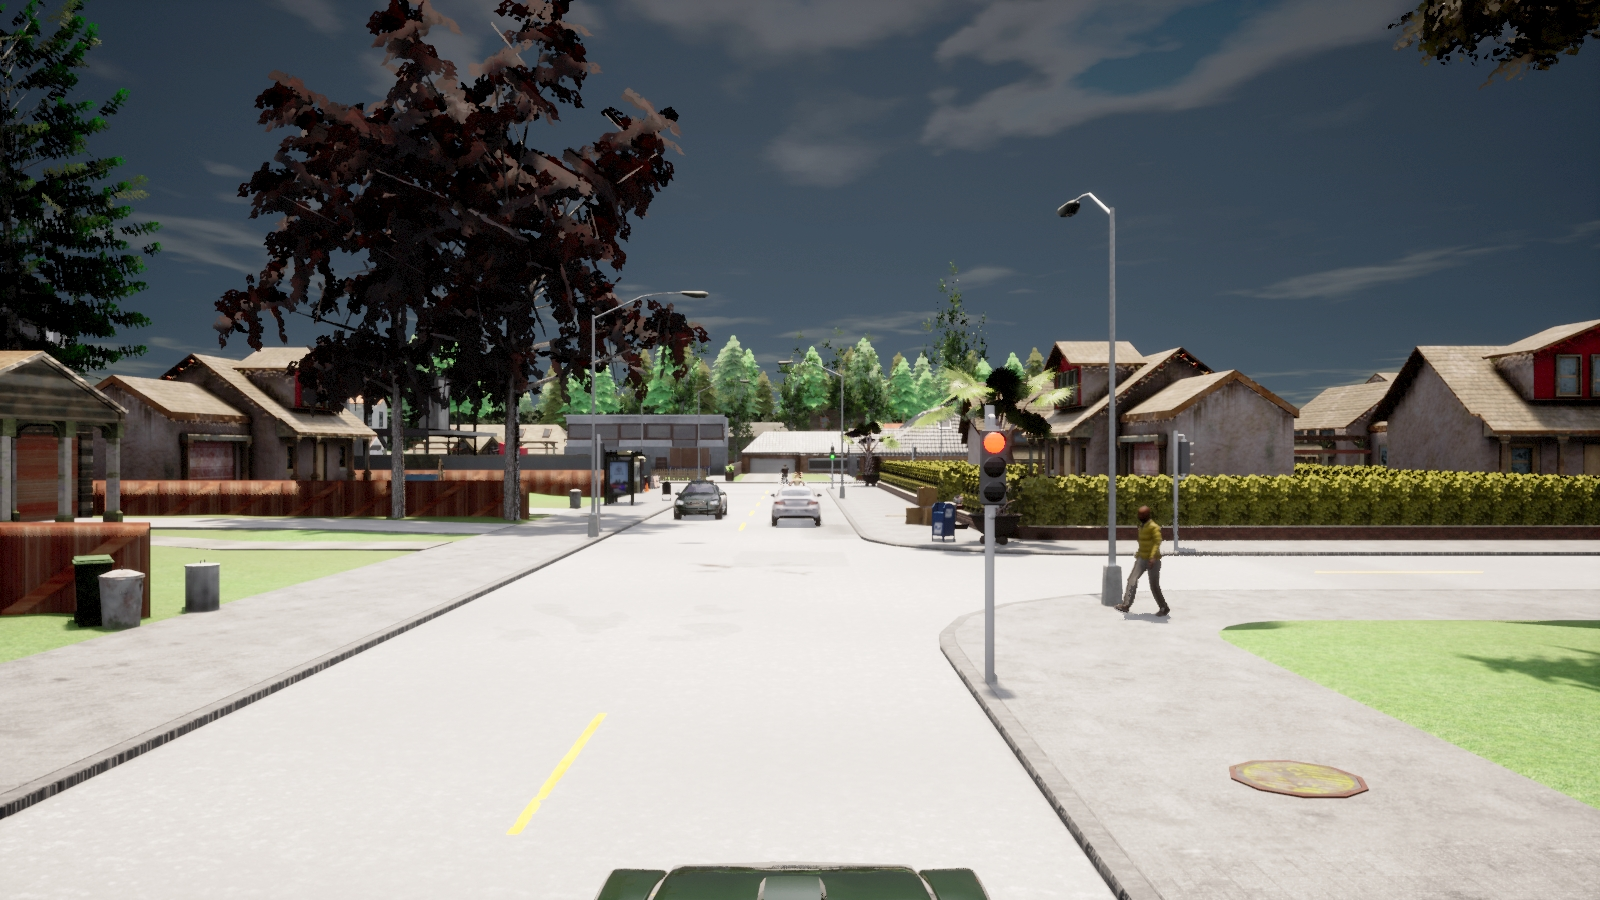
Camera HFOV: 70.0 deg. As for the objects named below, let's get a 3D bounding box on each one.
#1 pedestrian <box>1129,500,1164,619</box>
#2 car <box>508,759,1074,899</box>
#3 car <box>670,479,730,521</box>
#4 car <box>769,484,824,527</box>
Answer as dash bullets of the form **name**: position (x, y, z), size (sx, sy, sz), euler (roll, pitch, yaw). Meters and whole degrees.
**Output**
- **pedestrian**: position (5.537, 1.743, 18.260), size (0.375, 1.860, 0.375), euler (0, 0, -21)
- **car**: position (-0.028, 2.155, 3.193), size (1.895, 1.301, 4.718), euler (0, 0, 0)
- **car**: position (-4.107, 2.038, 47.608), size (2.038, 1.542, 4.974), euler (0, 0, 0)
- **car**: position (-0.145, 2.082, 43.851), size (2.002, 1.442, 4.674), euler (0, 0, 0)
